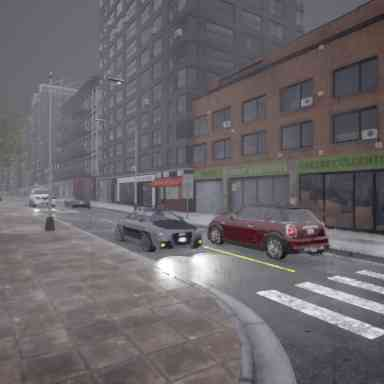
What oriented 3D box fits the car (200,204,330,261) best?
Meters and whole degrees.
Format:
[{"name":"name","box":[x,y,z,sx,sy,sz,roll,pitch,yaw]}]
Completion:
[{"name":"car","box":[2.521,1.201,12.056,2.097,1.767,4.553,0,1,-32]}]

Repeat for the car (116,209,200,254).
[{"name":"car","box":[-1.370,1.354,12.684,1.994,1.385,4.181,0,1,-32]}]

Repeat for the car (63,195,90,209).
[{"name":"car","box":[-12.278,1.025,35.388,1.994,1.385,4.181,0,0,-32]}]

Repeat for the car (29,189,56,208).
[{"name":"car","box":[-16.440,0.638,36.525,2.150,2.045,5.566,0,0,-32]}]
